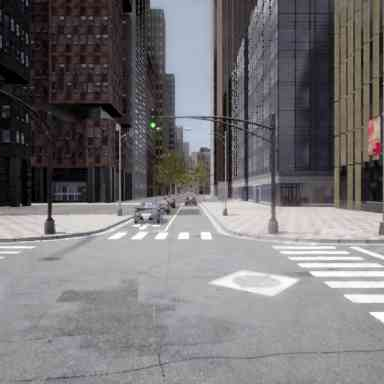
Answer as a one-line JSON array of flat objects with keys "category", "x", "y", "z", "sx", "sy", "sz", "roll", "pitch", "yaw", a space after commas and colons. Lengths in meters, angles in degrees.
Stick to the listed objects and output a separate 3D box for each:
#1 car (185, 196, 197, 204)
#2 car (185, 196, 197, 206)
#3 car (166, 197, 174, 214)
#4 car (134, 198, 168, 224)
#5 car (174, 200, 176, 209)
[{"category": "car", "x": -0.218, "y": 1.488, "z": 65.116, "sx": 2.128, "sy": 1.511, "sz": 4.902, "roll": 0, "pitch": 0, "yaw": 0}, {"category": "car", "x": -0.180, "y": 1.521, "z": 55.111, "sx": 1.812, "sy": 1.442, "sz": 4.674, "roll": 0, "pitch": 0, "yaw": 0}, {"category": "car", "x": -3.196, "y": 1.522, "z": 34.877, "sx": 1.812, "sy": 1.442, "sz": 4.674, "roll": 0, "pitch": 0, "yaw": 0}, {"category": "car", "x": -3.169, "y": 1.489, "z": 25.045, "sx": 2.128, "sy": 1.511, "sz": 4.902, "roll": 0, "pitch": 0, "yaw": -1}, {"category": "car", "x": -3.231, "y": 1.474, "z": 45.649, "sx": 1.882, "sy": 1.535, "sz": 5.008, "roll": 0, "pitch": 0, "yaw": 0}]
